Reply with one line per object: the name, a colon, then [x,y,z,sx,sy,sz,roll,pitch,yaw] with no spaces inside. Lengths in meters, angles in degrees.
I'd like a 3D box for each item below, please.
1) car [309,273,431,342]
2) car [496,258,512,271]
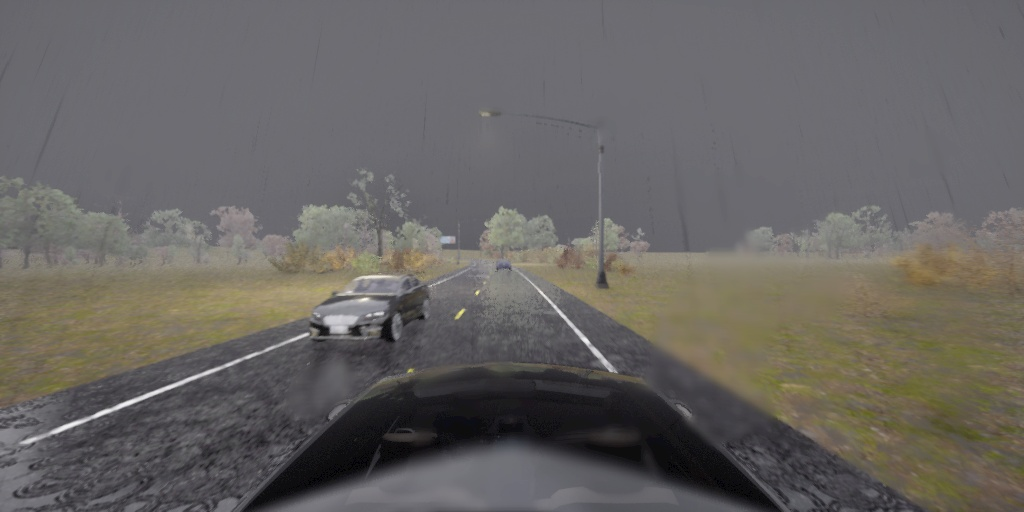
car: [-3.567,1.257,9.865,2.128,1.511,4.902,0,0,0]
car: [-1.191,1.132,51.107,2.097,1.767,4.553,0,0,-3]
